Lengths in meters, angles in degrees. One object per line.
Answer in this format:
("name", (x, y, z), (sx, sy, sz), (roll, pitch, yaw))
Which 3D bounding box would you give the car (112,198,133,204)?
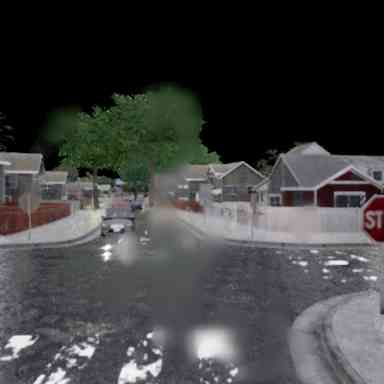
("car", (-9.951, 1.836, 46.228), (2.150, 2.045, 5.566), (0, -1, -16))

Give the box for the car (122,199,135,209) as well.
("car", (-12.063, 2.171, 63.345), (2.097, 1.767, 4.553), (0, -1, -15))

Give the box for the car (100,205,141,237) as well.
("car", (-4.306, 1.758, 19.885), (2.128, 1.511, 4.902), (0, -1, -9))

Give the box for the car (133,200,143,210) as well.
("car", (-9.281, 2.044, 53.774), (2.097, 1.767, 4.553), (0, -1, -16))

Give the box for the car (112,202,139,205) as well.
("car", (-6.411, 1.991, 32.044), (1.994, 1.385, 4.181), (0, -1, -12))
